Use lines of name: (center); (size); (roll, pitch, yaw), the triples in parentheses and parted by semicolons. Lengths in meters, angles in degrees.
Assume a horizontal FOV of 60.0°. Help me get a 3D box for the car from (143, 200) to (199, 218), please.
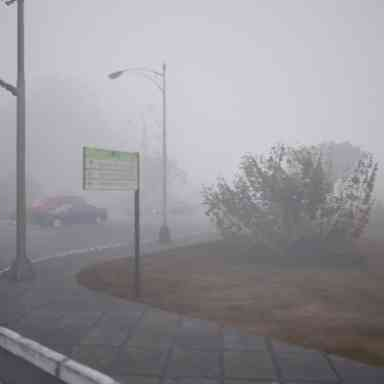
car: (-1.711, 1.537, 30.520); (2.128, 1.511, 4.902); (0, 0, 39)

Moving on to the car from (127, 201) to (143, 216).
car: (-4.247, 1.546, 32.955); (2.128, 1.511, 4.902); (0, 0, 39)

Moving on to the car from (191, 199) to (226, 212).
car: (2.065, 1.585, 40.814); (1.895, 1.301, 4.718); (0, 0, 39)

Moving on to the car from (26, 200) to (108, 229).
car: (-8.098, 1.534, 22.556); (1.882, 1.535, 5.008); (0, 0, 39)

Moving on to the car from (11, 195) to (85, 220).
car: (-10.526, 1.288, 25.157); (2.150, 2.045, 5.566); (0, 0, 37)
